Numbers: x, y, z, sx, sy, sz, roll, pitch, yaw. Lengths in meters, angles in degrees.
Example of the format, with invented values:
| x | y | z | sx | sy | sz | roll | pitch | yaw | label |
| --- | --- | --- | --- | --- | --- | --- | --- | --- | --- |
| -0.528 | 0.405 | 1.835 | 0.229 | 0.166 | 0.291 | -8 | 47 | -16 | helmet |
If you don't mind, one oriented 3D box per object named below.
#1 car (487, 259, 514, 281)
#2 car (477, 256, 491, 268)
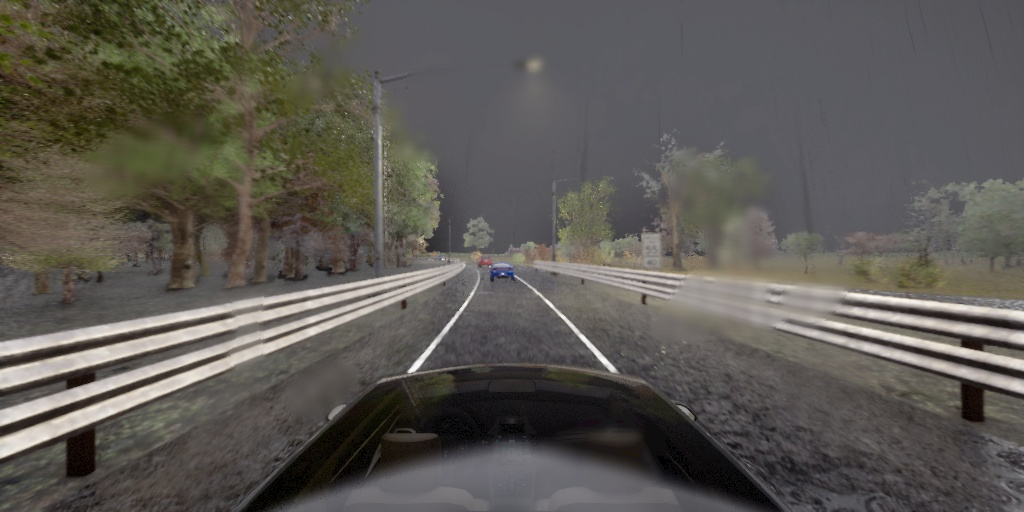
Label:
| x | y | z | sx | sy | sz | roll | pitch | yaw | label |
| --- | --- | --- | --- | --- | --- | --- | --- | --- | --- |
| -0.919 | 1.231 | 30.419 | 1.882 | 1.535 | 5.008 | 0 | 0 | -5 | car |
| -4.876 | 0.980 | 63.273 | 2.150 | 2.045 | 5.566 | 0 | 0 | -10 | car |
